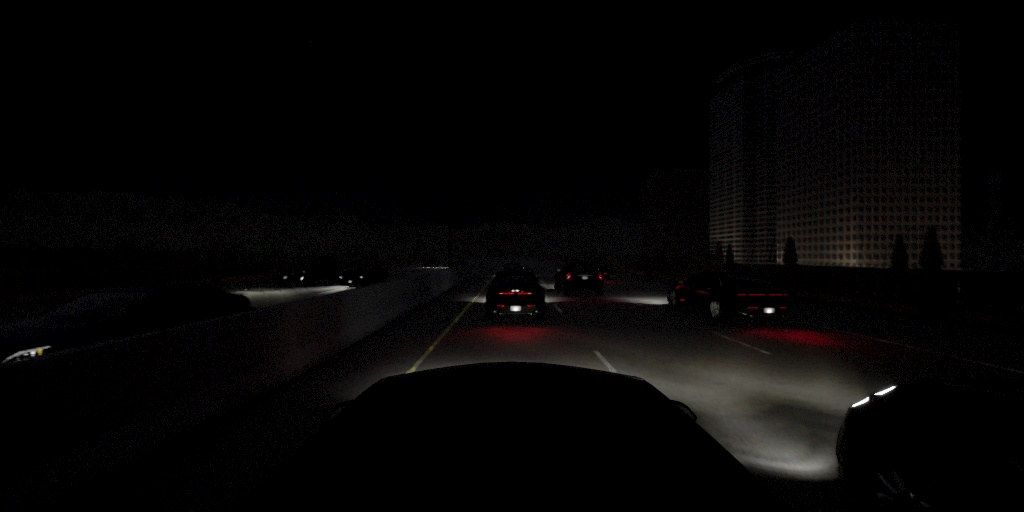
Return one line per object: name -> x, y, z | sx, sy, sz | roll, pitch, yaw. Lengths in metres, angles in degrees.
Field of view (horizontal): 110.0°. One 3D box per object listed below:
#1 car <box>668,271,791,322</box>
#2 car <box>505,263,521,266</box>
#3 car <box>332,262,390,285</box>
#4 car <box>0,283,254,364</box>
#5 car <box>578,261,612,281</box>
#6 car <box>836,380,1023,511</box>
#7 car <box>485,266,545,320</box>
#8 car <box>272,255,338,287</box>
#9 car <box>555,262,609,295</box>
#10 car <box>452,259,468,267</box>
car -> 7.107, 1.254, 12.322 | 1.837, 1.490, 4.892 | 0, 0, 0
car -> 0.110, 1.296, 31.026 | 2.033, 1.411, 5.357 | 0, 0, 0
car -> -10.586, 1.297, 26.103 | 2.033, 1.411, 5.357 | 0, 0, 0
car -> -7.097, 1.276, 6.780 | 1.812, 1.442, 4.674 | 0, 0, 0
car -> 7.104, 1.253, 31.292 | 1.837, 1.490, 4.892 | 0, 0, 0
car -> 3.599, 1.102, 0.908 | 2.097, 1.767, 4.553 | 0, 0, 0
car -> 0.108, 1.254, 12.684 | 1.837, 1.490, 4.892 | 0, 0, 0
car -> -14.087, 0.972, 25.031 | 2.150, 2.045, 5.566 | 0, 0, 0
car -> 3.613, 1.101, 19.870 | 2.097, 1.767, 4.553 | 0, 0, 0
car -> -7.461, 1.312, 52.529 | 1.994, 1.385, 4.181 | 0, 0, -1
